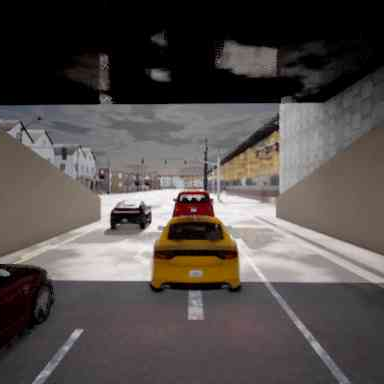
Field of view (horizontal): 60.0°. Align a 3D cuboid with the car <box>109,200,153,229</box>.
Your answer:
[{"bbox_3d":[-3.424,1.190,19.287,2.128,1.511,4.902,0,1,0],"label":"car"}]

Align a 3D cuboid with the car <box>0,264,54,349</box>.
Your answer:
[{"bbox_3d":[-3.439,1.497,4.195,1.994,1.385,4.181,0,1,0],"label":"car"}]

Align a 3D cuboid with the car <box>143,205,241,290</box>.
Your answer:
[{"bbox_3d":[0.078,1.341,8.716,1.882,1.535,5.008,0,1,0],"label":"car"}]

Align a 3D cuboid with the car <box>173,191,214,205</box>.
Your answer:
[{"bbox_3d":[0.077,0.931,18.694,2.150,2.045,5.566,0,1,0],"label":"car"}]
